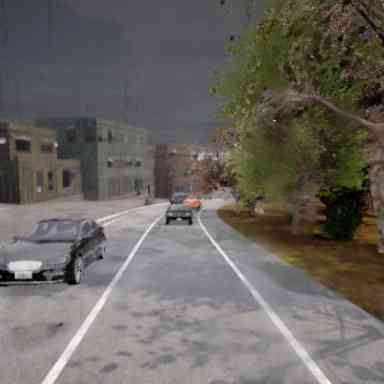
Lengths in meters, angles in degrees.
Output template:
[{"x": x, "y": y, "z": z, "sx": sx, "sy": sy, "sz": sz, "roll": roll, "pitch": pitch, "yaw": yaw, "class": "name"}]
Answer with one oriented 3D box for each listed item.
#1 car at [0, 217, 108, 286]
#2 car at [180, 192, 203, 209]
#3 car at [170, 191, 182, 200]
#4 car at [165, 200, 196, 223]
[{"x": -3.724, "y": 1.504, "z": 9.549, "sx": 2.128, "sy": 1.511, "sz": 4.902, "roll": -1, "pitch": 0, "yaw": -3, "class": "car"}, {"x": 0.202, "y": 1.186, "z": 42.441, "sx": 2.097, "sy": 1.767, "sz": 4.553, "roll": 1, "pitch": 0, "yaw": 7, "class": "car"}, {"x": -1.817, "y": 0.955, "z": 51.343, "sx": 2.150, "sy": 2.045, "sz": 5.566, "roll": 1, "pitch": 1, "yaw": 12, "class": "car"}, {"x": -0.904, "y": 1.534, "z": 24.734, "sx": 1.895, "sy": 1.301, "sz": 4.718, "roll": 0, "pitch": 0, "yaw": -1, "class": "car"}]
